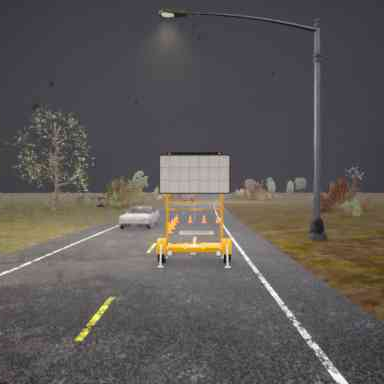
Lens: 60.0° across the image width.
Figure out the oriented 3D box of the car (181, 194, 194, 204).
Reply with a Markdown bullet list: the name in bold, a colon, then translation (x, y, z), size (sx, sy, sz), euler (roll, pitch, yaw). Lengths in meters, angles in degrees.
- **car**: translation (-0.833, 1.205, 65.085), size (2.150, 2.045, 5.566), euler (0, 0, 5)

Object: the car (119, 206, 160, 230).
- **car**: translation (-3.267, 1.598, 21.249), size (1.895, 1.301, 4.718), euler (0, 0, 2)

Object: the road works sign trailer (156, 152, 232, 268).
- **road works sign trailer**: translation (0.088, 0.463, 11.274), size (2.380, 3.560, 2.880), euler (0, 0, 1)
